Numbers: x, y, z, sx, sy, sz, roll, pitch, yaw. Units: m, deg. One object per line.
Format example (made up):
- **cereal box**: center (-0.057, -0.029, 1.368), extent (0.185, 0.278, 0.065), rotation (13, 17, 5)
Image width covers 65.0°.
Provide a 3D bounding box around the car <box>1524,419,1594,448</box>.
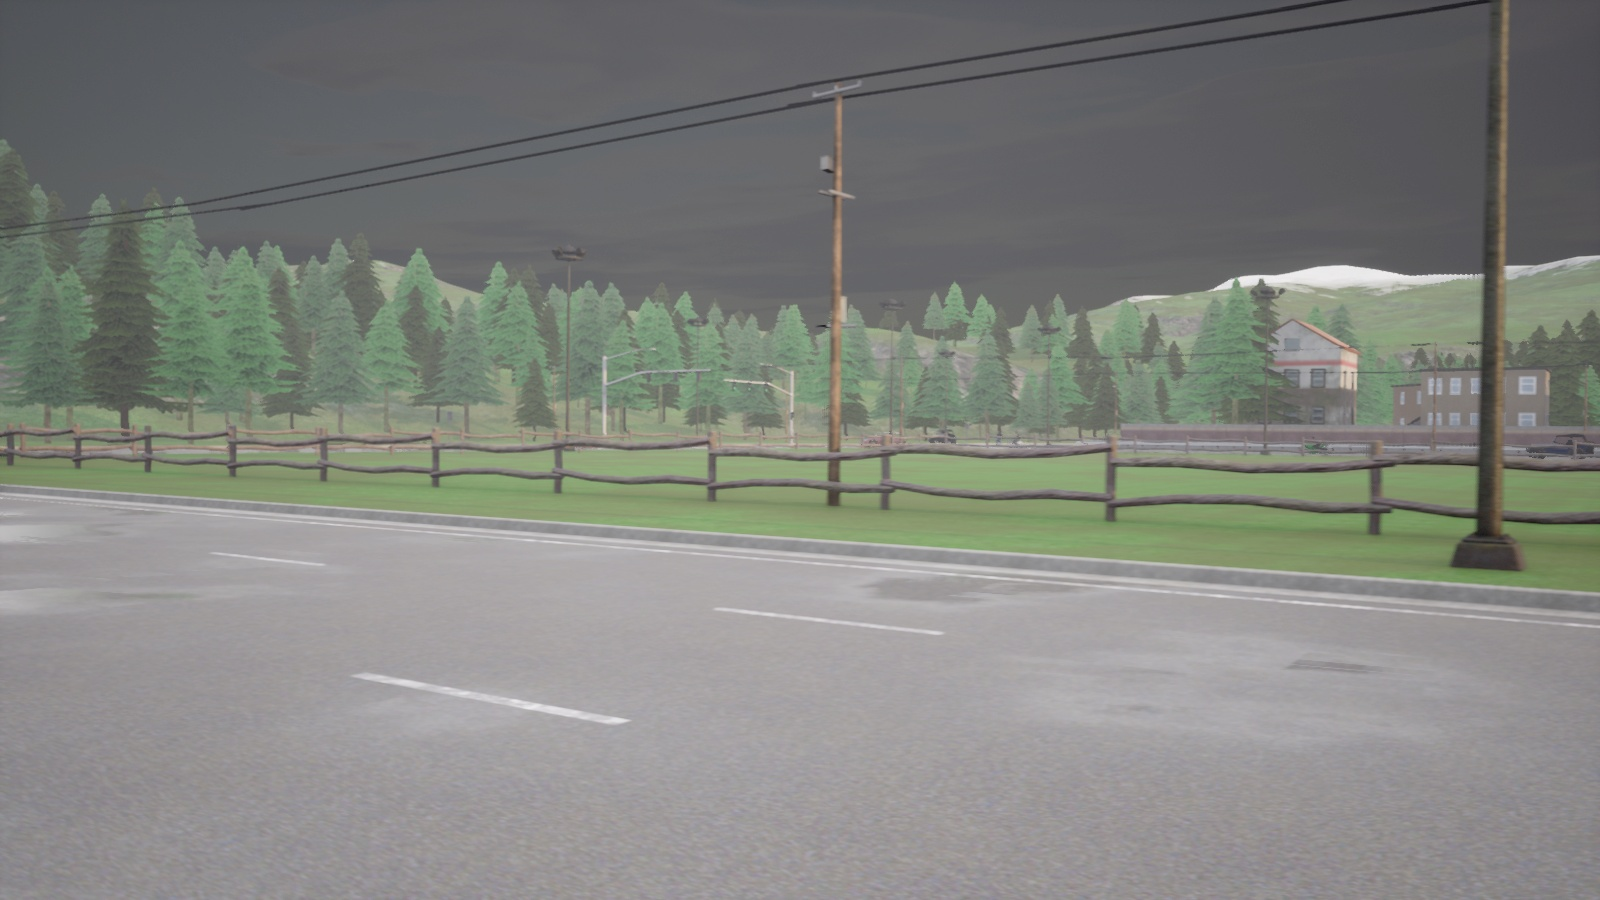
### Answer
- **car**: center (49.818, -1.061, 82.436), extent (3.866, 1.878, 1.905), rotation (0, 1, 34)
